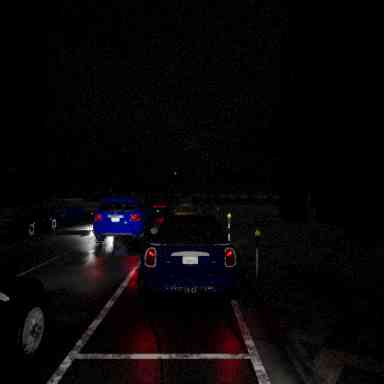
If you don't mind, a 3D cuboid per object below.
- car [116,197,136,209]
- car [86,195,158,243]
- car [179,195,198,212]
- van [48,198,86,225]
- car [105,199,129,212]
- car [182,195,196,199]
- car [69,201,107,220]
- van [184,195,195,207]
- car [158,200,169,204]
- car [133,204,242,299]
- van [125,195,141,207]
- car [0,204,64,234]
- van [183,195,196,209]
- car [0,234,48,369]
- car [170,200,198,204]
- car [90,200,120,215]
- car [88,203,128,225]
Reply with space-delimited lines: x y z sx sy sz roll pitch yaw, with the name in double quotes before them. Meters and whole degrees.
"car" -8.910 1.451 45.324 1.967 1.590 4.097 0 0 0
"car" -3.146 1.224 16.342 2.150 2.045 5.566 0 0 0
"car" -0.384 1.324 39.886 2.192 1.841 5.009 0 0 0
"van" -8.909 1.344 23.573 1.690 1.788 3.998 0 0 0
"car" -8.909 1.534 39.716 1.752 1.417 4.829 0 0 0
"car" -0.384 1.446 34.448 1.967 1.590 4.097 0 0 0
"car" -8.909 1.529 28.841 1.752 1.417 4.829 0 0 0
"van" -0.384 1.355 50.761 1.690 1.788 3.998 0 0 0
"car" -3.054 1.497 32.216 2.128 1.511 4.902 0 0 0
"car" -0.032 1.353 8.620 2.097 1.767 4.553 0 0 0
"van" -8.910 1.355 50.762 1.690 1.788 3.998 0 0 0
"car" -8.909 1.567 18.136 1.947 1.339 4.313 0 0 0
"van" -0.384 1.352 45.324 1.690 1.788 3.998 0 0 0
"car" -3.054 1.492 3.042 2.128 1.511 4.902 0 0 0
"car" -0.384 1.528 23.743 1.752 1.417 4.829 0 0 0
"car" -8.909 1.572 34.448 1.947 1.339 4.313 0 0 0
"car" -6.245 1.604 25.372 1.895 1.301 4.718 0 0 0
